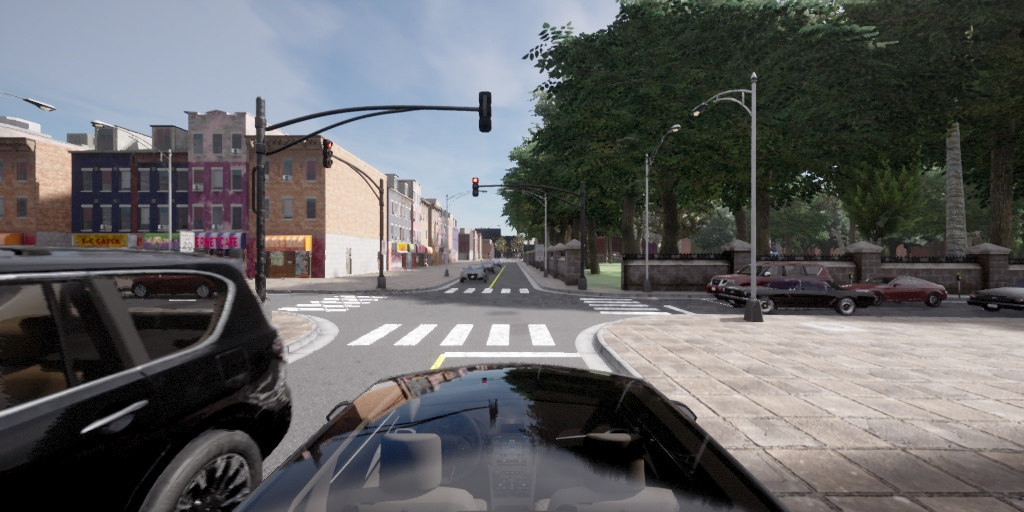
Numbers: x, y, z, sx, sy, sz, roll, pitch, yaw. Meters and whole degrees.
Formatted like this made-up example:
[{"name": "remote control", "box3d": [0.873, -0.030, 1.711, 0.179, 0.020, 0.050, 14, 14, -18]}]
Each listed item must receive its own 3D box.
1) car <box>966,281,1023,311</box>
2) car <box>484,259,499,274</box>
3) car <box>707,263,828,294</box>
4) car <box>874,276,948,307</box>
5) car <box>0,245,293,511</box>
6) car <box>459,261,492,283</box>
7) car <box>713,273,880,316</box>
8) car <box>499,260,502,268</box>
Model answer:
[{"name": "car", "box3d": [21.149, 1.558, 13.776, 5.357, 1.411, 2.033, 1, 0, 0]}, {"name": "car", "box3d": [-2.863, 1.260, 42.015, 1.837, 1.490, 4.892, 0, 1, 0]}, {"name": "car", "box3d": [11.706, 1.211, 16.346, 5.009, 1.841, 2.192, 0, 0, 0]}, {"name": "car", "box3d": [17.155, 1.542, 16.329, 4.207, 1.307, 1.802, 0, 0, 0]}, {"name": "car", "box3d": [-2.838, 0.971, 0.618, 2.150, 2.045, 5.566, 0, 0, 0]}, {"name": "car", "box3d": [-2.858, 1.326, 27.965, 1.994, 1.385, 4.181, 0, 0, 0]}, {"name": "car", "box3d": [10.761, 1.490, 13.857, 4.718, 1.301, 1.895, 1, 0, 2]}, {"name": "car", "box3d": [-2.792, 1.267, 61.187, 1.812, 1.442, 4.674, 0, 0, 0]}]
